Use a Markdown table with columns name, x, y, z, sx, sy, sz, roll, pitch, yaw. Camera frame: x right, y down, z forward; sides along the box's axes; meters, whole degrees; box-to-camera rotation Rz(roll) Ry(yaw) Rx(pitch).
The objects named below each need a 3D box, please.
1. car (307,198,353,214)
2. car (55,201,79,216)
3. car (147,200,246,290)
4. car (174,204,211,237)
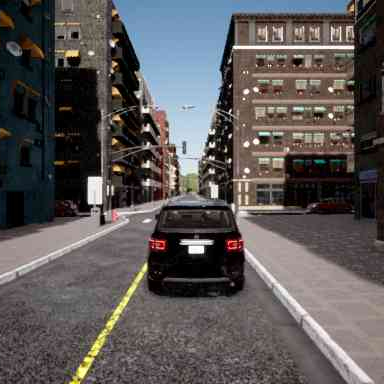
| name | x | y | z | sx | sy | sz | roll | pitch | yaw |
| --- | --- | --- | --- | --- | --- | --- | --- | --- | --- |
| car | 13.549 | 1.320 | 33.006 | 4.097 | 1.590 | 1.967 | -1 | 0 | 0 |
| car | -13.556 | 1.578 | 33.075 | 4.097 | 1.590 | 1.967 | -1 | 0 | 0 |
| car | 0.092 | 1.223 | 9.197 | 2.150 | 2.045 | 5.566 | 0 | 0 | 0 |
| car | -0.009 | 1.509 | 19.020 | 1.837 | 1.490 | 4.892 | 0 | 0 | -1 |
